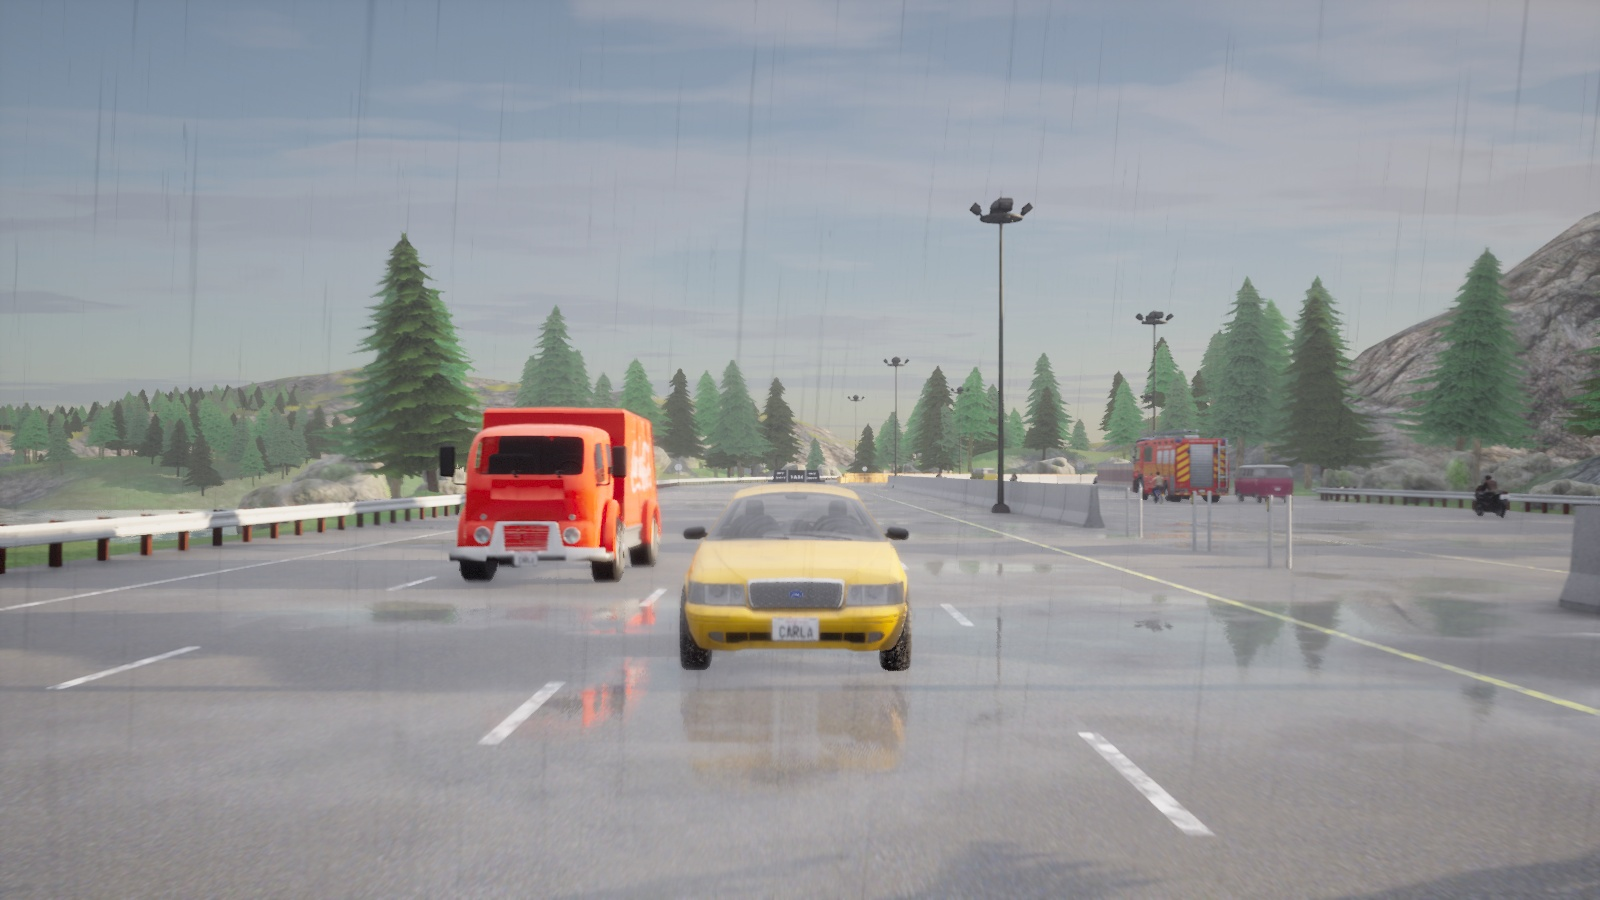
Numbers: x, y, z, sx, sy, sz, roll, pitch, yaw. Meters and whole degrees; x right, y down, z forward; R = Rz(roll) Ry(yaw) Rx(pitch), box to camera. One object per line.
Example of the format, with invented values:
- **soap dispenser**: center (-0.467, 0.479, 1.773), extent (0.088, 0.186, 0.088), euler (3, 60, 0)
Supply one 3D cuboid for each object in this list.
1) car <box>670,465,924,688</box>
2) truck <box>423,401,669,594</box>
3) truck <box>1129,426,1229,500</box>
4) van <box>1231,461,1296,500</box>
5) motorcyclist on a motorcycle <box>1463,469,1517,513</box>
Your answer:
- **car**: center (-0.027, 0.949, 11.616), extent (1.801, 1.575, 5.366), euler (0, -1, 0)
- **truck**: center (-3.546, 0.657, 18.778), extent (2.627, 2.467, 5.204), euler (0, -1, 0)
- **truck**: center (20.822, 0.731, 69.552), extent (2.891, 3.827, 8.468), euler (0, -1, 0)
- **van**: center (24.339, 1.576, 66.089), extent (1.775, 1.987, 4.442), euler (0, -1, 0)
- **motorcyclist on a motorcycle**: center (24.397, 1.443, 44.442), extent (0.797, 1.523, 2.044), euler (0, -1, 0)
